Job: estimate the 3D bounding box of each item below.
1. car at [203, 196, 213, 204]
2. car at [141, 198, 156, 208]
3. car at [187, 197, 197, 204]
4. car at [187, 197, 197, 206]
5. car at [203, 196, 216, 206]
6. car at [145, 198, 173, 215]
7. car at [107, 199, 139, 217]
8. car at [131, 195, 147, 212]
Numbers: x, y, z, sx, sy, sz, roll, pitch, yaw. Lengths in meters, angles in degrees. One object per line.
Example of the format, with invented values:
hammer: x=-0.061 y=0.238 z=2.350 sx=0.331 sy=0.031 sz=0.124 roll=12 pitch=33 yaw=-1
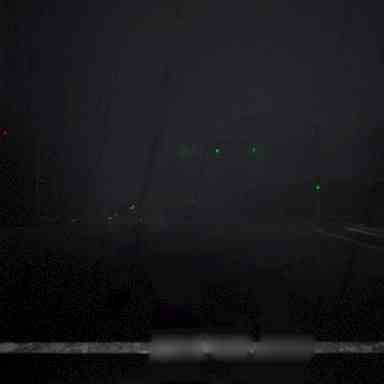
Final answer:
car: x=3.511 y=1.782 z=74.087 sx=2.097 sy=1.767 sz=4.553 roll=0 pitch=0 yaw=0
car: x=-7.083 y=1.819 z=54.475 sx=1.837 sy=1.490 sz=4.892 roll=0 pitch=0 yaw=0
car: x=0.008 y=1.837 z=73.508 sx=1.994 sy=1.385 sz=4.181 roll=0 pitch=0 yaw=0
car: x=0.007 y=1.871 z=63.398 sx=1.837 sy=1.490 sz=4.892 roll=0 pitch=0 yaw=0
car: x=3.612 y=1.916 z=63.864 sx=2.033 sy=1.411 sz=5.357 roll=0 pitch=0 yaw=0
car: x=-3.594 y=1.707 z=37.330 sx=2.128 sy=1.511 sz=4.902 roll=0 pitch=0 yaw=0
car: x=-7.096 y=1.743 z=33.894 sx=2.033 sy=1.411 sz=5.357 roll=0 pitch=0 yaw=0
car: x=-7.095 y=1.476 z=44.084 sx=2.150 sy=2.045 sz=5.566 roll=0 pitch=0 yaw=0
